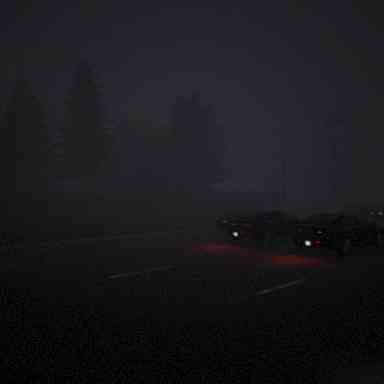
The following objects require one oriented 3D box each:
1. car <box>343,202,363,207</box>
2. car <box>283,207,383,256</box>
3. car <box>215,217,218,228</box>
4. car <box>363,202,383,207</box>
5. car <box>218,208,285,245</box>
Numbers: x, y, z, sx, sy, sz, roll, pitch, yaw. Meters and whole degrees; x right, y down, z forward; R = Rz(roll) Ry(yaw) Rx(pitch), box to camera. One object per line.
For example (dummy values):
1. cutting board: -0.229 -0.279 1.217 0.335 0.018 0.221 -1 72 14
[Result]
1. car: 15.468 1.617 30.417 4.902 1.511 2.128 0 0 -39
2. car: 6.021 1.565 13.454 4.892 1.490 1.837 -1 0 -39
3. car: 3.398 1.661 20.357 4.181 1.385 1.994 0 0 -40
4. car: 15.927 1.652 26.258 5.357 1.411 2.033 0 0 -39
5. car: 3.786 1.583 16.148 4.892 1.490 1.837 -1 0 -39
